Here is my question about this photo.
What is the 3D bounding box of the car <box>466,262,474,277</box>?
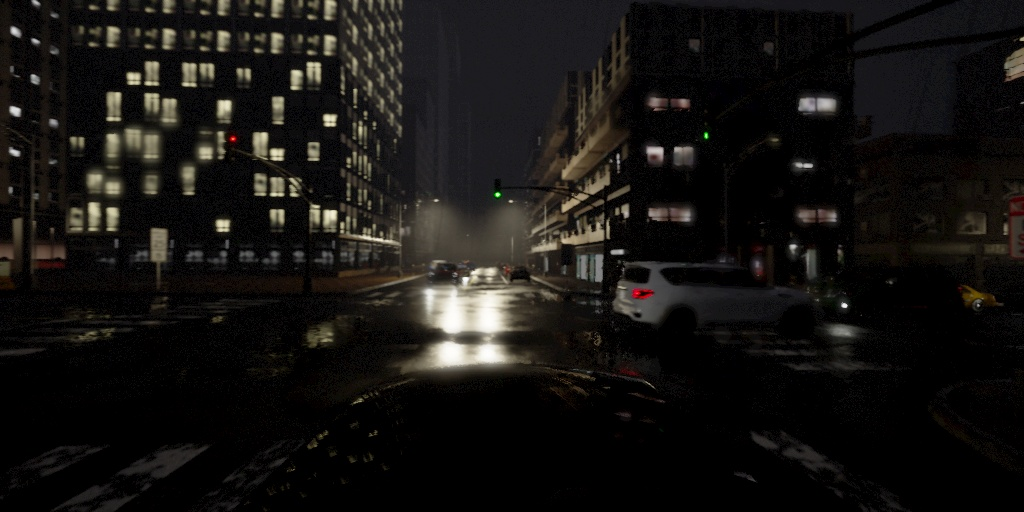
[{"bbox_3d":[-5.686,1.645,40.388,1.994,1.385,4.181,0,0,-3],"label":"car"}]

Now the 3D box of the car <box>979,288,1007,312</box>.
[{"bbox_3d":[20.275,1.875,17.250,4.829,1.417,1.751,0,0,-4],"label":"car"}]

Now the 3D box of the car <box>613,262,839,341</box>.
[{"bbox_3d":[5.818,1.222,10.469,5.566,2.045,2.150,1,0,-4],"label":"car"}]

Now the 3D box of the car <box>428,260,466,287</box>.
[{"bbox_3d":[-4.811,1.309,26.383,2.097,1.767,4.553,0,-1,-4],"label":"car"}]

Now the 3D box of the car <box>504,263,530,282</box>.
[{"bbox_3d":[0.616,1.586,32.181,1.948,1.339,4.313,0,0,-4],"label":"car"}]

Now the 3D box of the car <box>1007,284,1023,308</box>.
[{"bbox_3d":[25.952,2.035,17.674,4.313,1.339,1.948,0,0,-4],"label":"car"}]

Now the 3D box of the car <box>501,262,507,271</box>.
[{"bbox_3d":[-0.017,1.655,42.128,1.888,1.381,4.507,0,0,-4],"label":"car"}]

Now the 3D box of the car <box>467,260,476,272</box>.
[{"bbox_3d":[-6.621,1.695,55.447,1.882,1.535,5.008,0,-1,-3],"label":"car"}]

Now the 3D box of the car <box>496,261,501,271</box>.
[{"bbox_3d":[-1.091,1.813,59.056,2.007,1.370,4.403,0,0,-4],"label":"car"}]

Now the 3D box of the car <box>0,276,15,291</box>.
[{"bbox_3d":[-23.020,0.937,14.105,4.829,1.417,1.751,0,0,-4],"label":"car"}]

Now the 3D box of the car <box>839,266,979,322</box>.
[{"bbox_3d":[14.542,1.424,14.246,5.566,2.045,2.150,1,0,-6],"label":"car"}]
